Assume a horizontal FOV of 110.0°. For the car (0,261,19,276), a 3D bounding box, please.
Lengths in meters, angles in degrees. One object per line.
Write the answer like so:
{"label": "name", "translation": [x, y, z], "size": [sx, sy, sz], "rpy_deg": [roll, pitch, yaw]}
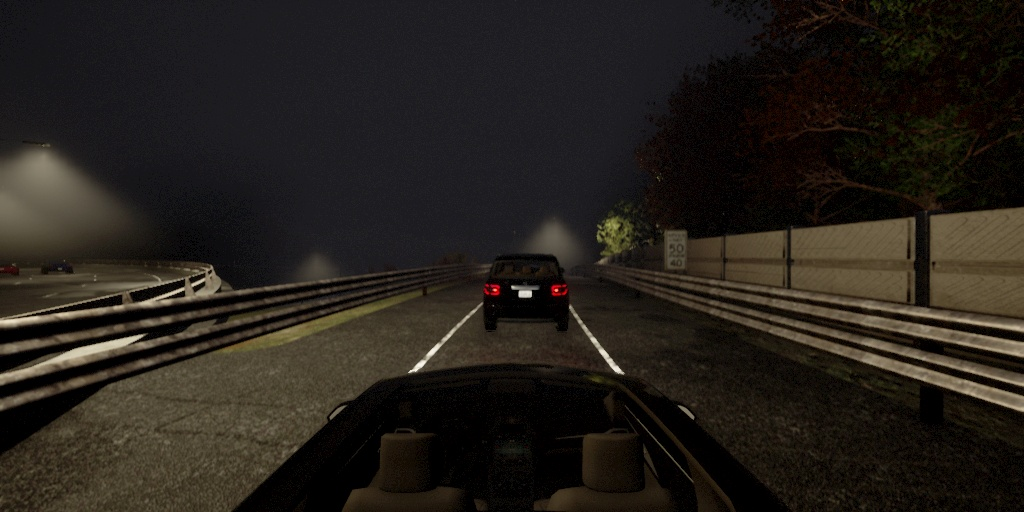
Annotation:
{"label": "car", "translation": [-49.035, 1.188, 34.334], "size": [4.181, 1.385, 1.994], "rpy_deg": [0, 0, 31]}

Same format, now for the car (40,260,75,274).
{"label": "car", "translation": [-47.569, 1.138, 37.506], "size": [4.674, 1.442, 1.812], "rpy_deg": [0, 0, 34]}

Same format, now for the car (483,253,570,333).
{"label": "car", "translation": [0.453, 0.938, 10.844], "size": [2.150, 2.045, 5.566], "rpy_deg": [0, 0, 3]}
